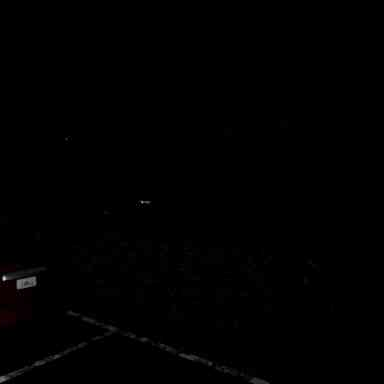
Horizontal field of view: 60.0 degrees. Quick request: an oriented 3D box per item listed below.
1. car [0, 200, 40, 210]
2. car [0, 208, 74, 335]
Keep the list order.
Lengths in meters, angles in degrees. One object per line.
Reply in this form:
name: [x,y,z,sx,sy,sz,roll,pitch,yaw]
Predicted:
car: [-16.943,1.520,31.575,2.097,1.767,4.553,-1,-1,37]
car: [-4.171,1.316,5.927,5.009,1.841,2.192,0,-1,36]
